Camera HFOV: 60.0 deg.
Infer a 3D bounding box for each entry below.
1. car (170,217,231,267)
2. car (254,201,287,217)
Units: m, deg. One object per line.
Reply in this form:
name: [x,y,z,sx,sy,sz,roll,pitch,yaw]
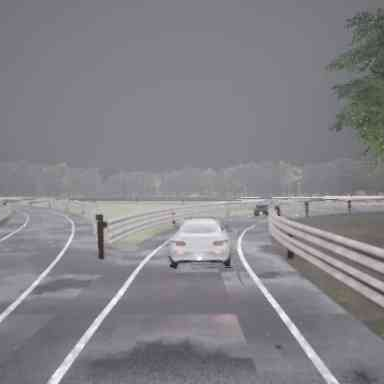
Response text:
car: [0.334,1.591,11.513,1.812,1.442,4.674,-1,0,3]
car: [7.550,1.613,31.823,1.837,1.490,4.892,-2,-1,34]
